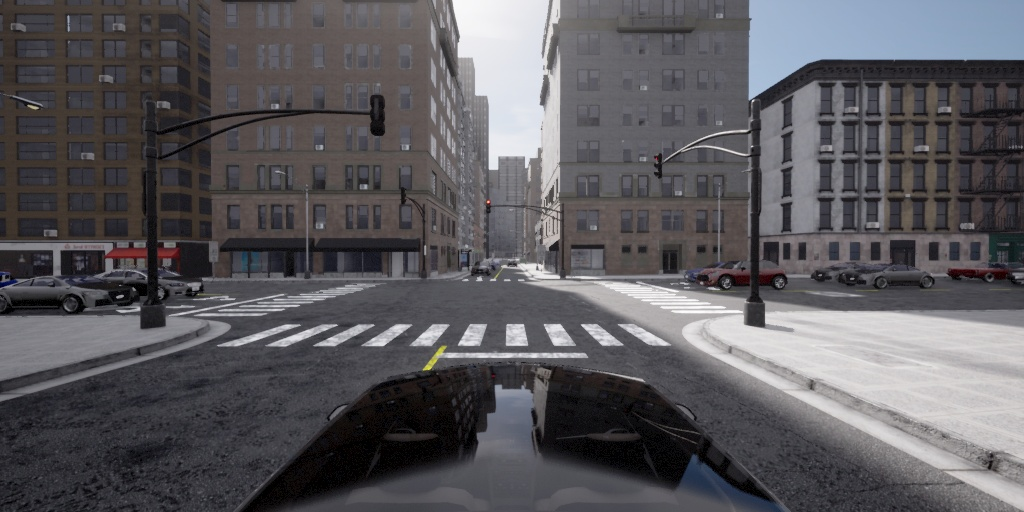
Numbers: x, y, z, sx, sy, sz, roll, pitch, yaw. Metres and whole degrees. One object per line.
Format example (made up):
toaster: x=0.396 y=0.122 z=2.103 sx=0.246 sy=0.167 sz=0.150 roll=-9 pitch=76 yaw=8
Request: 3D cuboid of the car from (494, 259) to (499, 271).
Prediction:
car: x=-3.124 y=1.364 z=49.503 sx=1.895 sy=1.301 sz=4.718 roll=0 pitch=0 yaw=0

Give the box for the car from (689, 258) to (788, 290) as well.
car: x=13.344 y=0.994 z=21.035 sx=4.553 sy=1.767 sz=2.097 roll=0 pitch=1 yaw=-1

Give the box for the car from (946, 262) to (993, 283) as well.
car: x=32.837 y=1.073 z=24.400 sx=4.718 sy=1.301 sz=1.895 roll=0 pitch=1 yaw=0

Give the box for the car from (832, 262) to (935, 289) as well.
car: x=21.987 y=1.148 z=21.104 sx=4.181 sy=1.385 sz=1.994 roll=0 pitch=1 yaw=-1

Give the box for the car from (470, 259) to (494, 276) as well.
car: x=-3.124 y=1.260 z=37.047 sx=1.837 sy=1.490 sz=4.892 roll=0 pitch=0 yaw=0

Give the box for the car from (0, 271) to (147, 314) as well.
car: x=-17.529 y=1.442 z=14.194 sx=4.181 sy=1.385 sz=1.994 roll=0 pitch=1 yaw=0

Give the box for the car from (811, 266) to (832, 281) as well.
car: x=22.917 y=1.106 z=24.365 sx=4.181 sy=1.385 sz=1.994 roll=0 pitch=1 yaw=-1

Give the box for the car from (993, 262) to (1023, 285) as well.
car: x=32.383 y=1.002 z=21.148 sx=4.902 sy=1.511 sz=2.128 roll=0 pitch=1 yaw=0

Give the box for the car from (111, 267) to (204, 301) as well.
car: x=-17.799 y=1.335 z=17.453 sx=4.902 sy=1.511 sz=2.128 roll=0 pitch=1 yaw=1

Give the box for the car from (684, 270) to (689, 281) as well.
car: x=14.170 y=1.127 z=24.311 sx=4.674 sy=1.442 sz=1.812 roll=0 pitch=1 yaw=0
